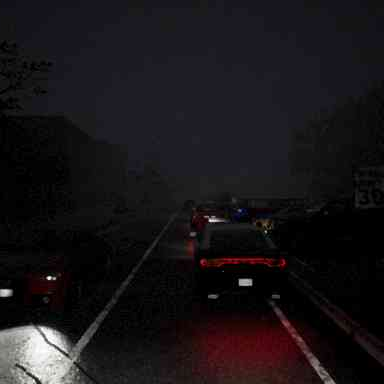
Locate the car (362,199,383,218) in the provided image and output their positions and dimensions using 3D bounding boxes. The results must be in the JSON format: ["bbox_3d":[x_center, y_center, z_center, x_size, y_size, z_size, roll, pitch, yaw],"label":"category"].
[{"bbox_3d":[18.944,1.497,30.763,5.366,1.575,1.946,0,0,0],"label":"car"}]

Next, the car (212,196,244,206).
[{"bbox_3d":[5.620,1.382,52.459,4.892,1.521,2.231,0,0,0],"label":"car"}]

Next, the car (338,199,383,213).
[{"bbox_3d":[18.774,1.515,36.317,4.792,1.488,2.163,0,0,0],"label":"car"}]

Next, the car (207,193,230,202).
[{"bbox_3d":[5.554,1.135,69.277,4.553,1.767,2.185,0,0,0],"label":"car"}]

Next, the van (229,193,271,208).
[{"bbox_3d":[5.571,1.278,27.224,4.442,1.987,1.878,0,0,0],"label":"van"}]

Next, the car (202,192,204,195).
[{"bbox_3d":[5.559,1.201,77.687,5.008,1.535,2.097,0,0,0],"label":"car"}]

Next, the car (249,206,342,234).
[{"bbox_3d":[5.711,1.539,18.810,4.674,1.452,2.002,0,0,0],"label":"car"}]

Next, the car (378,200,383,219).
[{"bbox_3d":[18.761,1.503,27.985,5.008,1.535,2.097,0,0,0],"label":"car"}]

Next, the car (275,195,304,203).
[{"bbox_3d":[18.683,1.300,64.075,4.892,1.521,2.231,0,0,0],"label":"car"}]

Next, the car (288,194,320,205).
[{"bbox_3d":[18.729,1.233,55.748,4.553,1.767,2.185,0,0,0],"label":"car"}]

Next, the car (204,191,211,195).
[{"bbox_3d":[5.577,1.070,60.867,5.566,2.045,2.435,0,0,0],"label":"car"}]

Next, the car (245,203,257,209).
[{"bbox_3d":[5.530,1.494,16.007,5.366,1.575,1.946,0,0,0],"label":"car"}]

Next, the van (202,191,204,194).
[{"bbox_3d":[5.427,0.915,86.095,4.442,1.987,1.878,0,0,0],"label":"van"}]

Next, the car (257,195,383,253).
[{"bbox_3d":[5.694,1.243,13.203,5.566,2.045,2.435,0,0,0],"label":"car"}]

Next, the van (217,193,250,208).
[{"bbox_3d":[5.757,1.195,46.851,4.442,1.987,1.878,0,0,0],"label":"van"}]

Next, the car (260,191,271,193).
[{"bbox_3d":[18.588,0.868,89.296,5.566,2.045,2.435,0,0,0],"label":"car"}]

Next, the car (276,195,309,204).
[{"bbox_3d":[18.499,1.316,61.298,5.366,1.575,1.946,0,0,0],"label":"car"}]

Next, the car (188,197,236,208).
[{"bbox_3d":[0.955,1.357,18.477,2.097,1.767,4.553,0,0,0],"label":"car"}]

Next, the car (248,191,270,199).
[{"bbox_3d":[18.580,0.849,91.958,5.566,2.045,2.435,0,0,0],"label":"car"}]

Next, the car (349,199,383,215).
[{"bbox_3d":[18.723,1.527,33.534,4.792,1.488,2.163,0,0,0],"label":"car"}]

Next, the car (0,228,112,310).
[{"bbox_3d":[-3.257,1.570,7.786,1.994,1.385,4.181,0,0,0],"label":"car"}]

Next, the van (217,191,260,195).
[{"bbox_3d":[5.770,1.235,41.246,4.442,1.987,1.878,0,0,0],"label":"van"}]

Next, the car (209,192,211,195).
[{"bbox_3d":[5.651,1.235,55.261,4.553,1.767,2.185,0,0,0],"label":"car"}]

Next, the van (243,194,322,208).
[{"bbox_3d":[5.819,1.275,21.614,4.442,1.987,1.878,0,0,0],"label":"van"}]

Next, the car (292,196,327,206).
[{"bbox_3d":[18.676,1.408,52.971,4.792,1.488,2.163,0,0,0],"label":"car"}]

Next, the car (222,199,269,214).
[{"bbox_3d":[5.665,1.528,35.637,4.674,1.452,2.002,0,0,0],"label":"car"}]

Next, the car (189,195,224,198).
[{"bbox_3d":[0.949,1.350,24.484,2.097,1.767,4.553,0,0,0],"label":"car"}]

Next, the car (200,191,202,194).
[{"bbox_3d":[5.716,1.098,91.704,5.366,1.575,1.946,0,0,0],"label":"car"}]

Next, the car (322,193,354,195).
[{"bbox_3d":[18.710,1.221,39.091,5.566,2.045,2.435,0,0,0],"label":"car"}]

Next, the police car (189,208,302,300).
[{"bbox_3d":[0.967,1.432,8.604,1.930,1.638,5.238,0,0,0],"label":"police car"}]

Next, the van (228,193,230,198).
[{"bbox_3d":[5.798,1.275,30.026,4.442,1.987,1.878,0,0,0],"label":"van"}]

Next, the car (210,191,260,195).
[{"bbox_3d":[5.619,1.190,44.046,5.566,2.045,2.435,0,0,0],"label":"car"}]

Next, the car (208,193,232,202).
[{"bbox_3d":[5.561,1.155,66.474,4.553,1.767,2.185,0,0,0],"label":"car"}]

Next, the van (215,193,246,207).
[{"bbox_3d":[5.750,1.175,49.654,4.442,1.987,1.878,0,0,0],"label":"van"}]

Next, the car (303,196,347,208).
[{"bbox_3d":[18.904,1.415,47.420,5.366,1.575,1.946,0,0,0],"label":"car"}]

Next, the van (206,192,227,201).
[{"bbox_3d":[5.455,0.995,74.883,4.442,1.987,1.878,0,0,0],"label":"van"}]

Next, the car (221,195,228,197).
[{"bbox_3d":[5.667,1.476,38.440,4.892,1.521,2.231,0,0,0],"label":"car"}]

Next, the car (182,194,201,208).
[{"bbox_3d":[-0.032,1.408,45.960,1.882,1.535,5.008,0,0,0],"label":"car"}]
